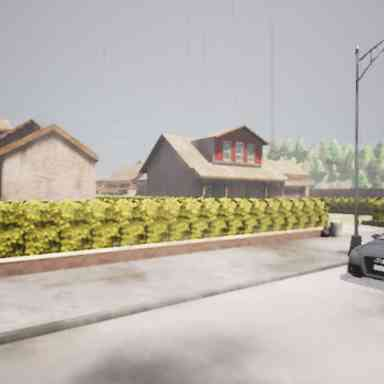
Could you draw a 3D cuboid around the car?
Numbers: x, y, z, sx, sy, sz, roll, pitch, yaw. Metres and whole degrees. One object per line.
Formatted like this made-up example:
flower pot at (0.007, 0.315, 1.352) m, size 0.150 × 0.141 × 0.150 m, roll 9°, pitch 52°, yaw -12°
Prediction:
car at (6.084, 1.651, 9.087) m, size 4.181 × 1.385 × 1.994 m, roll 1°, pitch 0°, yaw -36°
